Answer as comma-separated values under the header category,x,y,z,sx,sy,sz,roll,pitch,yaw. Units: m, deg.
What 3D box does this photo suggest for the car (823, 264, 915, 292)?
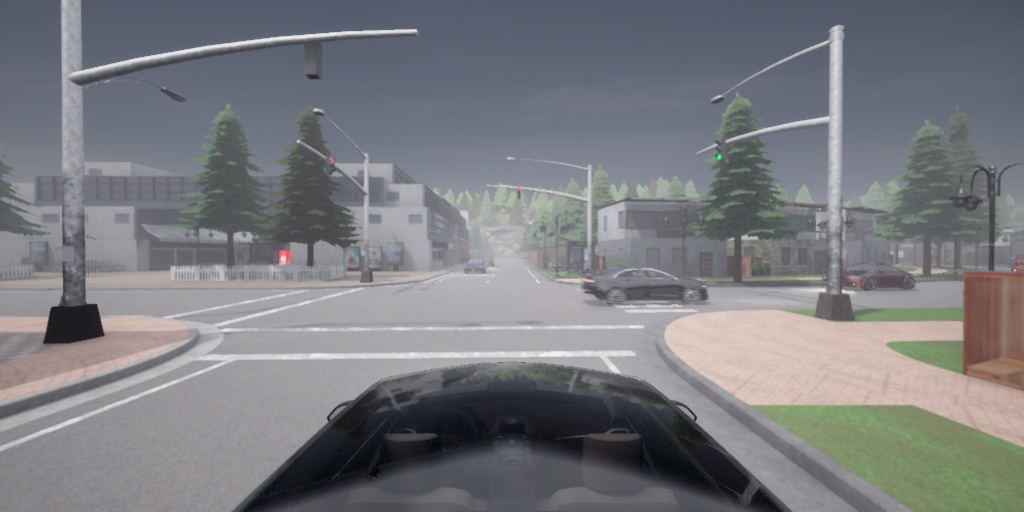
category,x,y,z,sx,sy,sz,roll,pitch,yaw
car,19.309,1.125,19.459,4.181,1.385,1.994,0,1,-12

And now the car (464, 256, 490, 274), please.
category,x,y,z,sx,sy,sz,roll,pitch,yaw
car,-3.516,0.951,35.121,1.812,1.442,4.674,0,1,0

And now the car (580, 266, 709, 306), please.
category,x,y,z,sx,sy,sz,roll,pitch,yaw
car,5.160,1.139,14.174,4.902,1.511,2.128,0,1,-4

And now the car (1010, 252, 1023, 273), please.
category,x,y,z,sx,sy,sz,roll,pitch,yaw
car,42.433,0.696,29.038,5.566,2.045,2.150,0,0,-34

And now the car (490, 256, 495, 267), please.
category,x,y,z,sx,sy,sz,roll,pitch,yaw
car,-3.464,0.761,51.123,2.128,1.511,4.902,0,1,0
